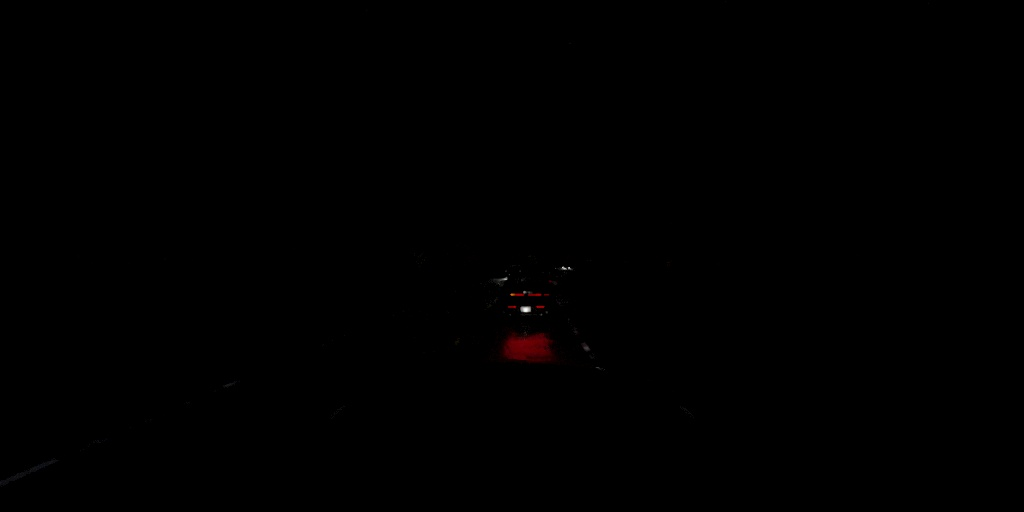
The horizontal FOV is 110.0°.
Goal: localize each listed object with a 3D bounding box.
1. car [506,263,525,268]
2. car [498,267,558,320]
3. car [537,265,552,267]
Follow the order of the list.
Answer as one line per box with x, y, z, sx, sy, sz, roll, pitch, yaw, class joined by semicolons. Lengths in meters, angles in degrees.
0.470;1.505;37.365;1.812;1.442;4.674;0;0;11;car
0.587;1.331;13.012;1.837;1.490;4.892;0;0;4;car
3.199;1.564;34.593;1.895;1.301;4.718;0;0;10;car
